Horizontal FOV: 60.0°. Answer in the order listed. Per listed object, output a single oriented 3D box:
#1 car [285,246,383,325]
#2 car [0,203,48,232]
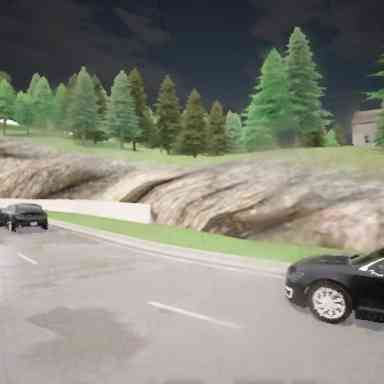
[{"bbox_3d":[4.030,1.508,5.473,4.892,1.490,1.837,0,0,36],"label":"car"},{"bbox_3d":[-9.808,1.383,19.234,1.837,1.490,4.892,0,1,-40],"label":"car"}]
